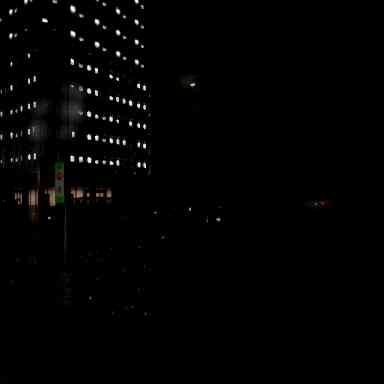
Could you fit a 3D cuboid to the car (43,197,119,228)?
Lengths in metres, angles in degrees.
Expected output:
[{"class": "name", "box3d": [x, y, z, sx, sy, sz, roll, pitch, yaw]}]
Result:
[{"class": "car", "box3d": [-7.813, 1.366, 24.113, 2.150, 2.045, 5.566, 0, -1, 34]}]

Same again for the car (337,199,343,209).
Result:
[{"class": "car", "box3d": [21.914, 1.817, 51.071, 1.882, 1.535, 5.008, 0, 0, 31]}]

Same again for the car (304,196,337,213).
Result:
[{"class": "car", "box3d": [16.400, 1.502, 42.254, 2.150, 2.045, 5.566, 0, -1, 34]}]

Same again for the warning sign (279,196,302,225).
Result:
[{"class": "warning sign", "box3d": [6.804, 1.251, 22.976, 1.300, 1.860, 1.060, 0, 0, 34]}]

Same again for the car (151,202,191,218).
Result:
[{"class": "car", "box3d": [-1.989, 1.717, 32.629, 1.837, 1.490, 4.892, 0, -1, 35]}]

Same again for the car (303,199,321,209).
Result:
[{"class": "car", "box3d": [19.136, 1.880, 52.758, 1.812, 1.442, 4.674, 0, 0, 31]}]

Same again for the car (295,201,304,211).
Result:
[{"class": "car", "box3d": [14.118, 1.900, 44.697, 1.895, 1.301, 4.718, 0, -1, 33]}]

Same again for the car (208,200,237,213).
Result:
[{"class": "car", "box3d": [3.825, 1.754, 41.172, 1.882, 1.535, 5.008, 0, 0, 34]}]
